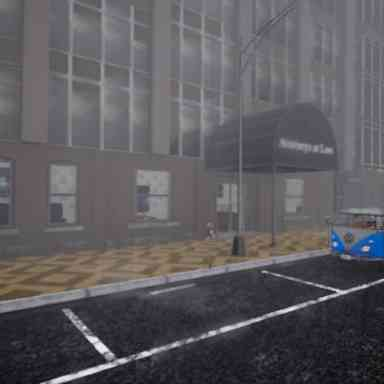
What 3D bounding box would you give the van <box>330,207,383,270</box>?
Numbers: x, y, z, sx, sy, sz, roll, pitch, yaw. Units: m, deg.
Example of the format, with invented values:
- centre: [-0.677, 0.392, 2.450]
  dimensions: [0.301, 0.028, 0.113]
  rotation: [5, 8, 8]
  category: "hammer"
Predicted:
- centre: [6.245, 1.403, 11.003]
  dimensions: [3.998, 1.788, 1.690]
  rotation: [0, 0, -35]
  category: "van"
